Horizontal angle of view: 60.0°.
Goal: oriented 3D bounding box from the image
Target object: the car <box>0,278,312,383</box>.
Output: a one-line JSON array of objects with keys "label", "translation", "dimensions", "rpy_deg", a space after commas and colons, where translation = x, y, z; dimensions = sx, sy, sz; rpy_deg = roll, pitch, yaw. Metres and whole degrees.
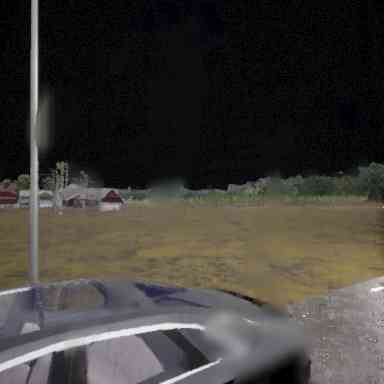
[{"label": "car", "translation": [-1.237, 1.491, 2.174], "dimensions": [4.902, 1.511, 2.128], "rpy_deg": [0, 0, -35]}]
